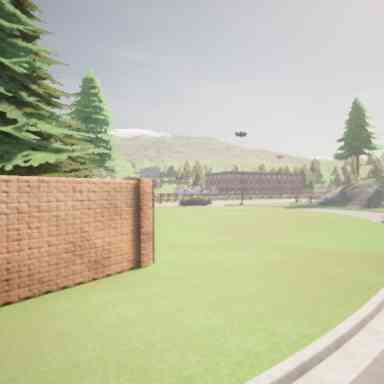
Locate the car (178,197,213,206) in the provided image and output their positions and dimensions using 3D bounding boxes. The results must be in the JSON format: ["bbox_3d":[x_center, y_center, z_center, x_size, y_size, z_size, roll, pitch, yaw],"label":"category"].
[{"bbox_3d":[0.559,1.536,51.855,5.357,1.411,2.033,0,0,12],"label":"car"}]
